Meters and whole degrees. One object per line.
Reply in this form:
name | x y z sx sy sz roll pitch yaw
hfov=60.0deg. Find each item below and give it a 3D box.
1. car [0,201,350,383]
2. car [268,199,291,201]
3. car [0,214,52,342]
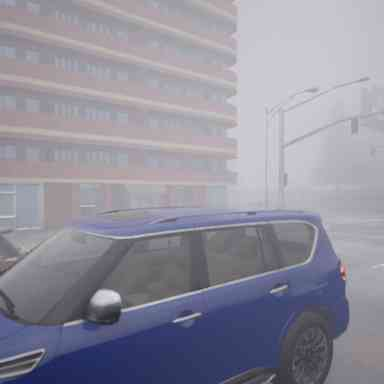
car | -0.557 1.222 3.594 5.566 2.045 2.150 0 0 -36
car | 6.844 1.601 32.043 1.895 1.301 4.718 0 0 -36
car | -4.727 1.352 4.903 4.553 1.767 2.097 0 0 -36
